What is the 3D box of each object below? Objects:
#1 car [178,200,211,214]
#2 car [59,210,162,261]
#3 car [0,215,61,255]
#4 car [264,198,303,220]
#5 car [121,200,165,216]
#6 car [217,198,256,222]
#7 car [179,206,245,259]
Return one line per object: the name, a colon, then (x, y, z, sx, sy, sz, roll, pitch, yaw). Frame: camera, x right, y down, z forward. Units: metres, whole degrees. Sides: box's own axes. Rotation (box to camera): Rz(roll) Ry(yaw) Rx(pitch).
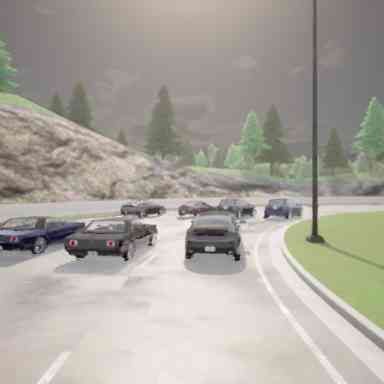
car: (0.519, 1.489, 29.983, 1.812, 1.442, 4.674, 0, 0, 32)
car: (-2.686, 1.586, 12.319, 1.895, 1.301, 4.718, 0, 0, 9)
car: (-6.044, 1.585, 13.275, 1.895, 1.301, 4.718, 0, 0, 9)
car: (7.901, 1.318, 28.427, 2.097, 1.767, 4.553, 0, 0, 35)
car: (-4.222, 1.456, 29.313, 2.128, 1.511, 4.902, 0, 0, 28)
car: (3.844, 1.317, 28.686, 2.097, 1.767, 4.553, 0, 0, 32)
car: (0.946, 1.490, 12.572, 1.837, 1.490, 4.892, 0, 0, 9)
